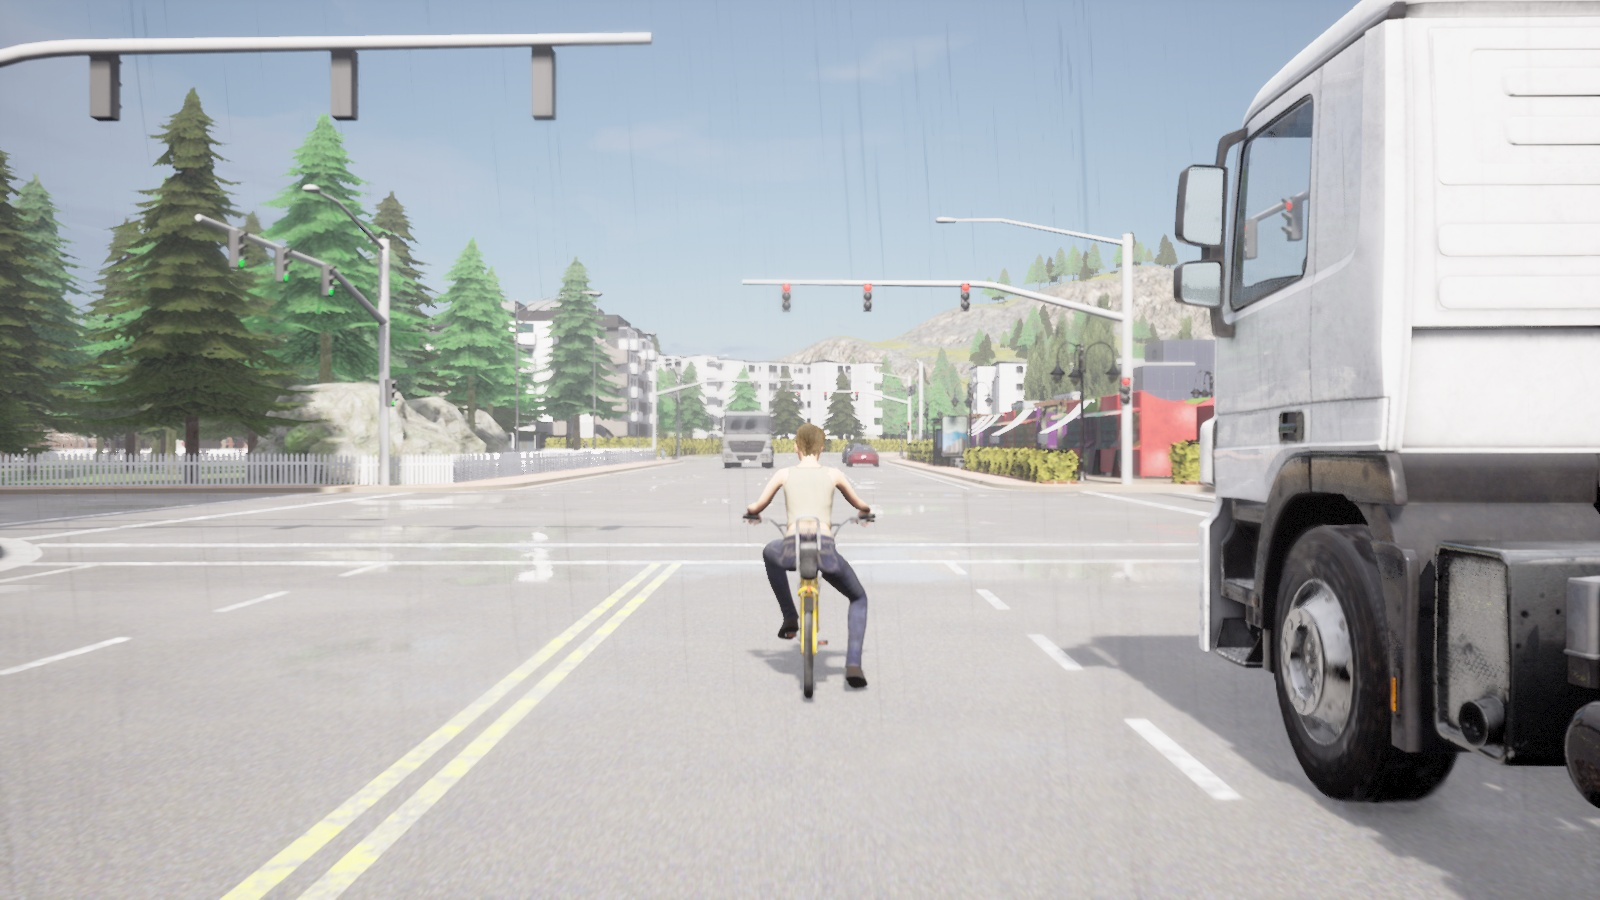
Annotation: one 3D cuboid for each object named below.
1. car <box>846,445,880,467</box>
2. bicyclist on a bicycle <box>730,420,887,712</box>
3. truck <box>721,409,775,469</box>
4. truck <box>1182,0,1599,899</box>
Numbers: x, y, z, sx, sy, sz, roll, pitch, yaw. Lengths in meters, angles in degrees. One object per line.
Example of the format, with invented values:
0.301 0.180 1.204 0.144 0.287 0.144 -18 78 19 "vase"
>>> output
3.973 0.355 79.713 1.994 1.385 4.181 0 0 0 "car"
0.056 0.639 7.707 0.866 1.612 1.509 0 0 1 "bicyclist on a bicycle"
-3.047 -0.676 76.136 2.891 3.462 7.936 0 0 0 "truck"
3.533 -0.250 2.955 2.891 3.462 7.936 0 0 0 "truck"
